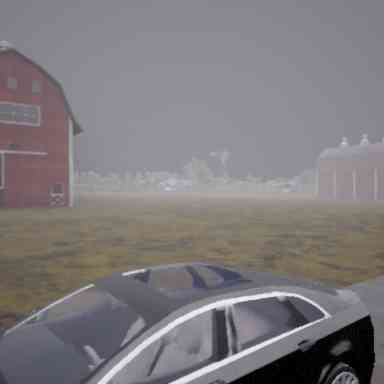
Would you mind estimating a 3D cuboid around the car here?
[{"bbox_3d":[-0.346,1.488,2.825,4.902,1.511,2.128,0,0,-36],"label":"car"}]
